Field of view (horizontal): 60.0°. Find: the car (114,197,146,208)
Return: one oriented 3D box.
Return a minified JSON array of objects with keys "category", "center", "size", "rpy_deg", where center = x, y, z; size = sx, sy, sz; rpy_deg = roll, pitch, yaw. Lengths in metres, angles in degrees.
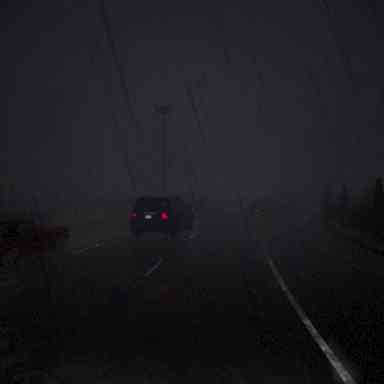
[{"category":"car","center":[-9.000,1.477,48.441],"size":[1.882,1.535,5.008],"rpy_deg":[0,0,28]}]

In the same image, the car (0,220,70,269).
[{"category":"car","center":[-6.029,1.601,11.219],"size":[1.895,1.301,4.718],"rpy_deg":[0,0,7]}]

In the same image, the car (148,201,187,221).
[{"category":"car","center":[-2.001,1.525,28.688],"size":[1.812,1.442,4.674],"rpy_deg":[0,0,18]}]

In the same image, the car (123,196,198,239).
[{"category":"car","center":[-1.410,1.220,17.606],"size":[2.150,2.045,5.566],"rpy_deg":[0,0,12]}]

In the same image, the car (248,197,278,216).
[{"category":"car","center":[6.878,1.502,32.361],"size":[1.837,1.490,4.892],"rpy_deg":[0,0,22]}]

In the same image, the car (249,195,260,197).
[{"category":"car","center":[12.616,1.239,67.446],"size":[1.812,1.442,4.674],"rpy_deg":[0,0,43]}]

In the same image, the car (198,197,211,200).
[{"category":"car","center":[2.134,1.562,59.978],"size":[1.994,1.385,4.181],"rpy_deg":[0,0,36]}]

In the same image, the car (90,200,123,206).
[{"category":"car","center":[-8.524,1.563,31.712],"size":[1.994,1.385,4.181],"rpy_deg":[0,0,19]}]

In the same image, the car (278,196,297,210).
[{"category":"car","center":[12.081,1.350,42.869],"size":[2.097,1.767,4.553],"rpy_deg":[0,0,29]}]
